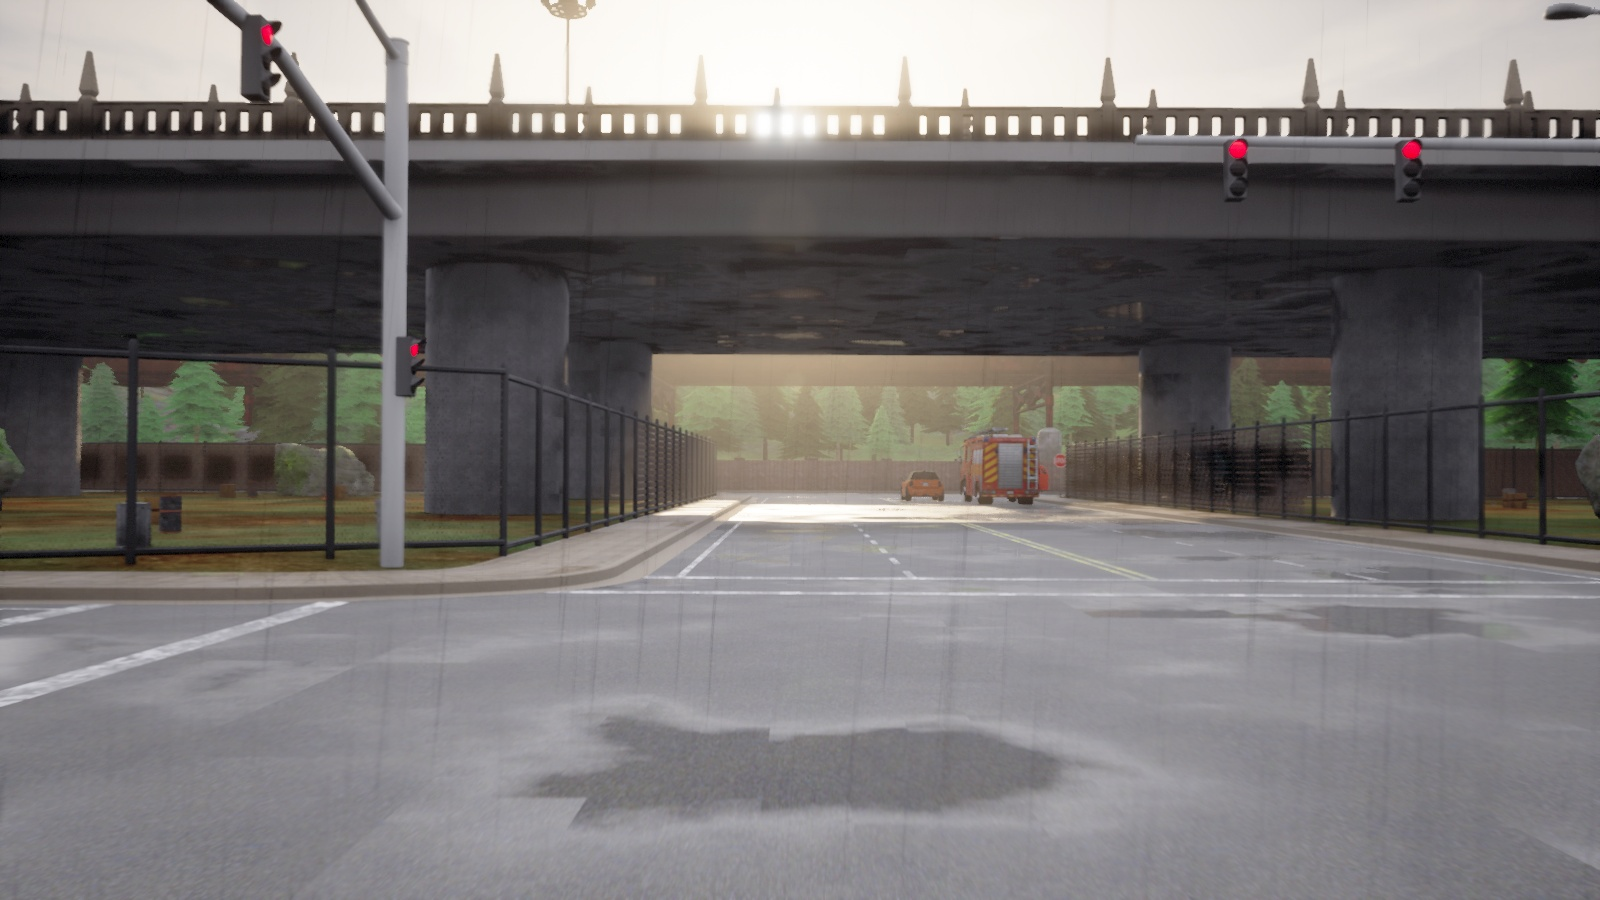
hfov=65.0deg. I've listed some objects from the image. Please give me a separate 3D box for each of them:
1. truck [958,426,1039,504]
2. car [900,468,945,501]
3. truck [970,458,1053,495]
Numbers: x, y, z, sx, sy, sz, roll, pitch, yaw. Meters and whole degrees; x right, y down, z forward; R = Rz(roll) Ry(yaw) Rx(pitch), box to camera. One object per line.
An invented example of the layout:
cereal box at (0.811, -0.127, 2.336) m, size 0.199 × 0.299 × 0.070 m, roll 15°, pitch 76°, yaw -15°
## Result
truck at (10.343, 0.816, 66.271) m, size 2.891 × 3.827 × 8.468 m, roll 0°, pitch -1°, yaw 0°
car at (6.837, 1.927, 70.523) m, size 2.097 × 1.767 × 4.553 m, roll 0°, pitch -1°, yaw 0°
truck at (14.399, 1.825, 85.664) m, size 5.204 × 2.467 × 2.627 m, roll 0°, pitch -1°, yaw 1°
